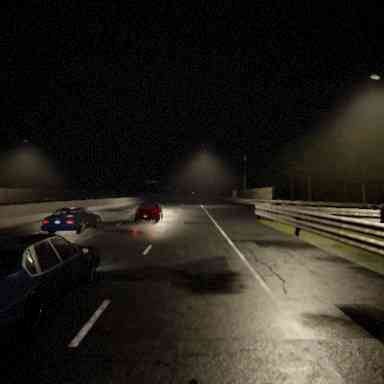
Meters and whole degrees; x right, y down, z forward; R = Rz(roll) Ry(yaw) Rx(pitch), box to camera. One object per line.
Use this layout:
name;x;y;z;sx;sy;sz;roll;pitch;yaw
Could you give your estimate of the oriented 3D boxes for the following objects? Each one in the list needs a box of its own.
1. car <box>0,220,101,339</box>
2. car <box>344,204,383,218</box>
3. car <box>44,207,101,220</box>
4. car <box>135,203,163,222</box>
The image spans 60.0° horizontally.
car;-3.399;1.561;6.641;2.033;1.411;5.357;0;0;0
car;13.967;1.720;25.627;1.837;1.490;4.892;1;-1;-23
car;-6.899;1.599;19.555;2.033;1.411;5.357;0;0;0
car;-3.399;1.606;26.644;1.812;1.442;4.674;0;0;0
